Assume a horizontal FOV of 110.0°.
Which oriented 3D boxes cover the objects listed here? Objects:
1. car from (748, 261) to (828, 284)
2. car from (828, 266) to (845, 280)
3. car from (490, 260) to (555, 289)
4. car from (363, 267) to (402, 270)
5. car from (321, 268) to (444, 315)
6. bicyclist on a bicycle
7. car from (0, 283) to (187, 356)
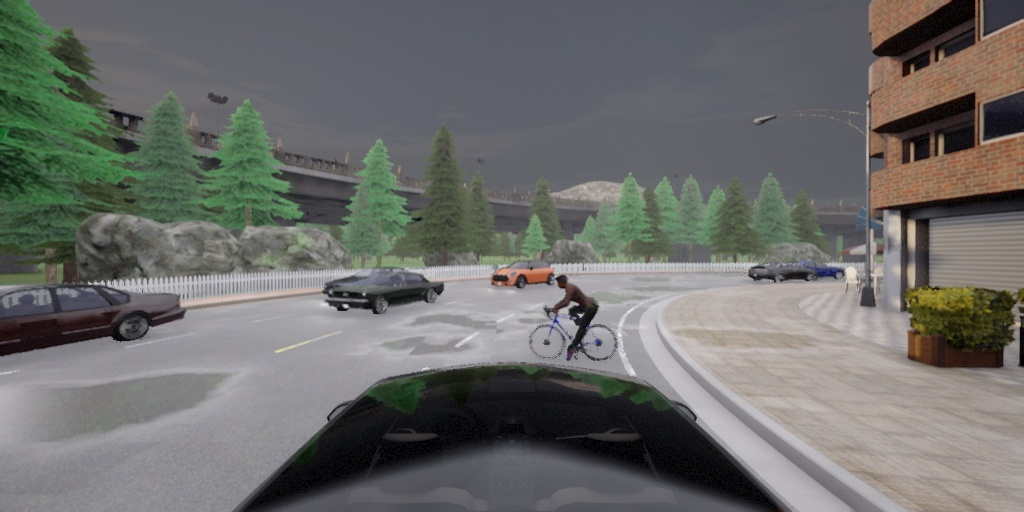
[{"bbox_3d":[19.752,1.180,26.125,4.902,1.511,2.128,0,0,-12],"label":"car"},{"bbox_3d":[24.986,1.158,30.011,5.008,1.535,1.882,0,0,-3],"label":"car"},{"bbox_3d":[0.751,1.049,22.619,2.097,1.767,4.553,0,0,42],"label":"car"},{"bbox_3d":[-6.590,1.254,17.988,2.033,1.411,5.357,0,0,27],"label":"car"},{"bbox_3d":[-4.624,1.319,13.753,1.895,1.301,4.718,0,0,22],"label":"car"},{"bbox_3d":[1.123,1.175,6.754,1.656,1.620,0.582,-2,0,10],"label":"bicyclist on a bicycle"},{"bbox_3d":[-9.868,1.282,7.154,2.033,1.411,5.357,0,0,8],"label":"car"}]
